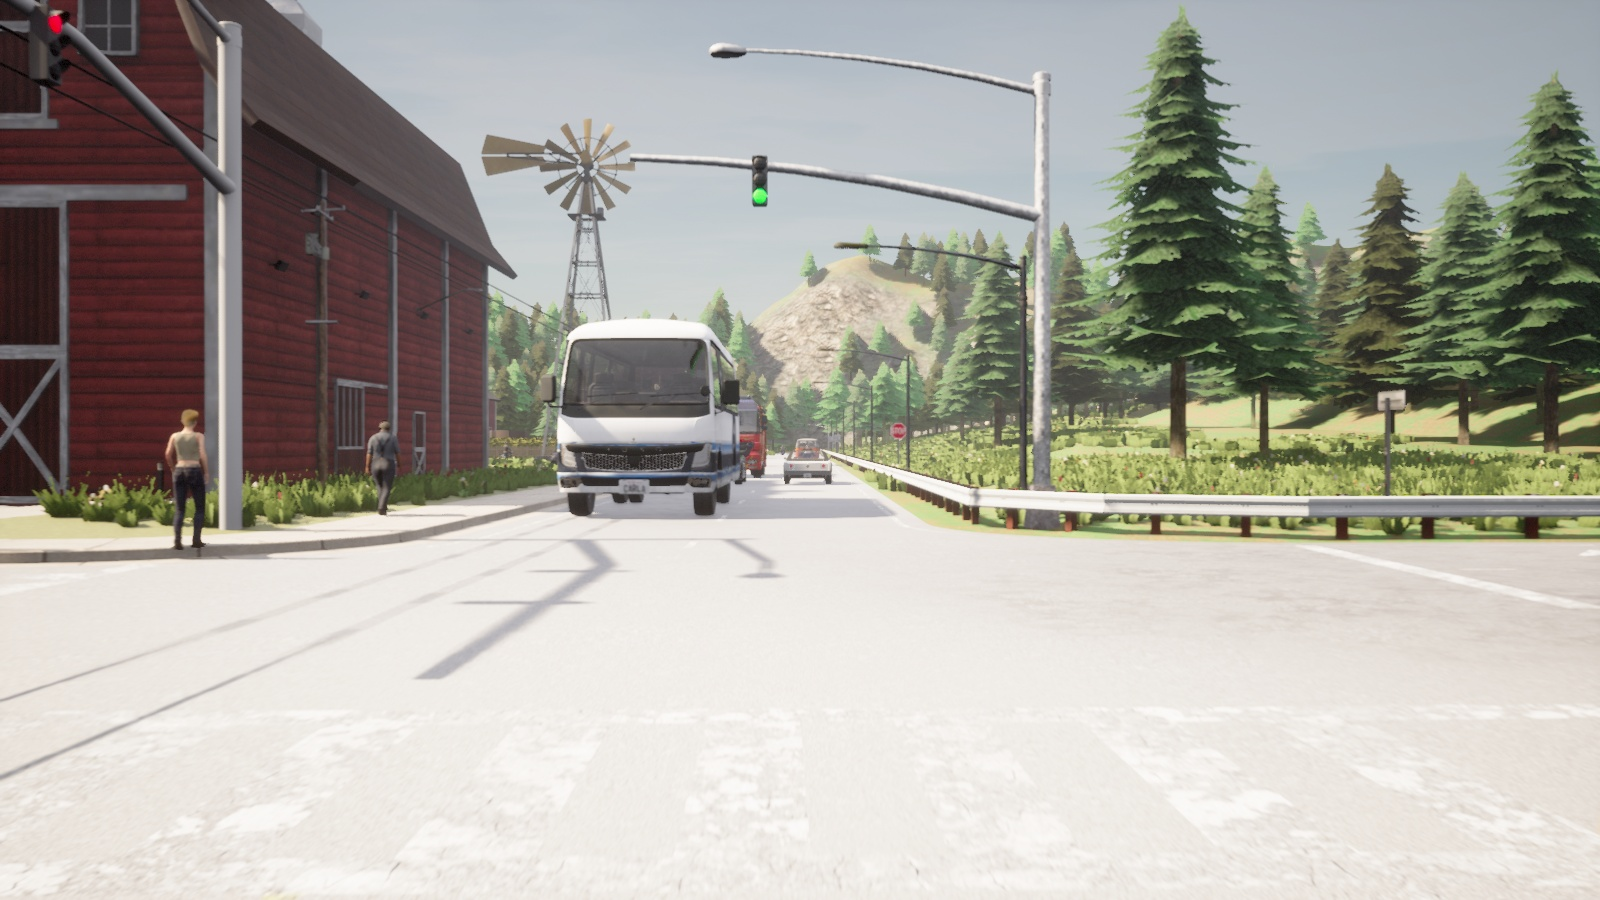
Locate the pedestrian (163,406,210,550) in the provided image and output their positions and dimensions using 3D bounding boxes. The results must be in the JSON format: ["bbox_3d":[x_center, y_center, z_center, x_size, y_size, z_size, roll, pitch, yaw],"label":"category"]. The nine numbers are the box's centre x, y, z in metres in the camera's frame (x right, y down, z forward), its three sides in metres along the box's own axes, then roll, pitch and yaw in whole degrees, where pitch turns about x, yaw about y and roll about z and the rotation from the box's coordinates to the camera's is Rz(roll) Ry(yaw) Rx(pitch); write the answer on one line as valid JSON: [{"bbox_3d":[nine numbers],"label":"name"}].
[{"bbox_3d":[-7.954,0.355,16.295,0.345,1.836,0.594,0,0,-3],"label":"pedestrian"}]

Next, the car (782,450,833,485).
[{"bbox_3d":[0.300,0.657,49.631,1.895,1.301,4.718,0,0,0],"label":"car"}]

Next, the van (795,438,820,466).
[{"bbox_3d":[0.553,0.140,93.762,1.775,1.987,4.442,0,0,0],"label":"van"}]

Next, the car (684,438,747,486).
[{"bbox_3d":[-3.205,0.416,48.505,2.097,1.767,4.553,0,0,0],"label":"car"}]

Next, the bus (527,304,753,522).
[{"bbox_3d":[-3.314,-0.746,29.600,3.944,4.253,10.273,0,0,0],"label":"bus"}]

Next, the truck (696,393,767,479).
[{"bbox_3d":[-3.140,-0.651,59.992,2.891,3.827,8.468,0,0,0],"label":"truck"}]

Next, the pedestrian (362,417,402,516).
[{"bbox_3d":[-7.875,0.305,23.692,0.540,1.848,0.694,0,0,-2],"label":"pedestrian"}]
